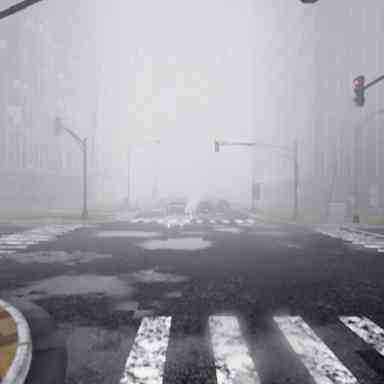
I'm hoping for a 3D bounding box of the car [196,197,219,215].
[{"bbox_3d":[1.350,1.529,33.309,1.812,1.442,4.674,0,0,0],"label":"car"}]

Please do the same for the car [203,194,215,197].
[{"bbox_3d":[3.641,1.287,64.097,2.192,1.841,5.009,0,0,0],"label":"car"}]

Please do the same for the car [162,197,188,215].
[{"bbox_3d":[-1.577,1.551,33.798,2.033,1.411,5.357,0,0,0],"label":"car"}]

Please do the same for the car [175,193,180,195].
[{"bbox_3d":[-1.710,1.465,63.435,2.128,1.511,4.902,0,0,0],"label":"car"}]

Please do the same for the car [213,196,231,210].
[{"bbox_3d":[3.833,1.562,41.988,1.947,1.339,4.313,0,0,0],"label":"car"}]

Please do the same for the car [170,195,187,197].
[{"bbox_3d":[-1.647,1.541,45.327,2.033,1.411,5.357,0,0,0],"label":"car"}]

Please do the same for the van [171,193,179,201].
[{"bbox_3d":[-4.382,1.281,86.156,1.690,1.788,3.998,0,0,0],"label":"van"}]

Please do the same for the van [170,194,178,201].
[{"bbox_3d":[-4.346,1.289,80.629,1.690,1.788,3.998,0,0,0],"label":"van"}]

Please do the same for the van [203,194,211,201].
[{"bbox_3d":[3.534,1.289,80.680,1.690,1.788,3.998,0,0,0],"label":"van"}]

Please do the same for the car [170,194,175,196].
[{"bbox_3d":[-4.239,1.538,64.046,1.947,1.339,4.313,0,0,0],"label":"car"}]

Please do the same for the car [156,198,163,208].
[{"bbox_3d":[-4.133,1.574,47.464,1.802,1.307,4.206,0,0,0],"label":"car"}]

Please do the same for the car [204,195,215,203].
[{"bbox_3d":[3.605,1.404,69.625,1.967,1.590,4.097,0,0,0],"label":"car"}]
